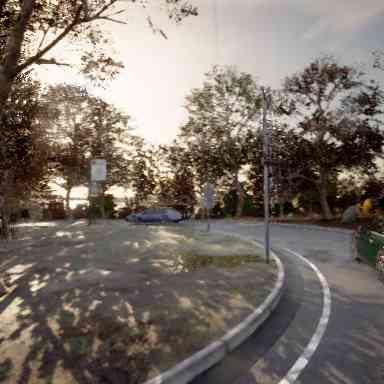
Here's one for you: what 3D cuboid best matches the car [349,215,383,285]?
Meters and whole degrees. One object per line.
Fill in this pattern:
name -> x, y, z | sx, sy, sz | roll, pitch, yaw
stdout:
car -> 6.109, 1.416, 9.584 | 2.097, 1.767, 4.553 | -1, 0, 14

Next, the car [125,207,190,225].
car -> -2.896, 1.965, 27.640 | 5.357, 1.411, 2.033 | -2, -2, 24
